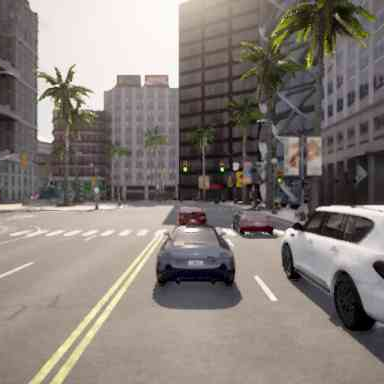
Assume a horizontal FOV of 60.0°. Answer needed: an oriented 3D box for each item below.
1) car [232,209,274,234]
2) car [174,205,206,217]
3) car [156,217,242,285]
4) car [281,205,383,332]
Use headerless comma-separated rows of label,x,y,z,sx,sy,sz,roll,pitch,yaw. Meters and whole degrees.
car,3.605,1.711,20.306,1.994,1.385,4.181,0,0,0
car,-0.162,1.644,23.044,1.882,1.535,5.008,0,0,-5
car,0.091,1.634,9.726,1.994,1.385,4.181,0,-1,0
car,3.597,1.276,7.078,2.150,2.045,5.566,0,0,0
